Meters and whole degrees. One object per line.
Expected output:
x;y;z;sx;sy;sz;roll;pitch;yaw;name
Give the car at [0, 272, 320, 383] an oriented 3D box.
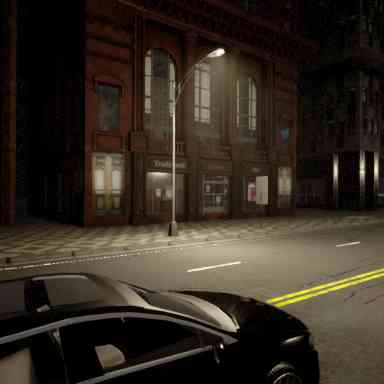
-0.922;1.492;2.782;4.902;1.511;2.128;0;0;-35;car
